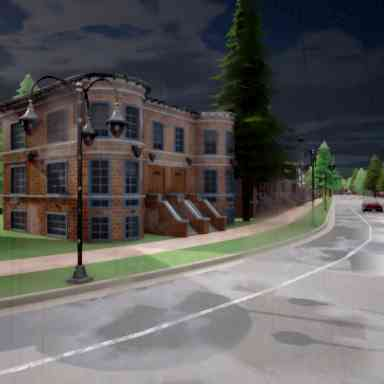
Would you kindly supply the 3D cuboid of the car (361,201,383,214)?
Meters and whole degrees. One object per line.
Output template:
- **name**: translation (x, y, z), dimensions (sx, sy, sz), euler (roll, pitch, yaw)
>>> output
- **car**: translation (19.413, 1.593, 35.939), dimensions (1.895, 1.301, 4.718), euler (0, 0, 23)
